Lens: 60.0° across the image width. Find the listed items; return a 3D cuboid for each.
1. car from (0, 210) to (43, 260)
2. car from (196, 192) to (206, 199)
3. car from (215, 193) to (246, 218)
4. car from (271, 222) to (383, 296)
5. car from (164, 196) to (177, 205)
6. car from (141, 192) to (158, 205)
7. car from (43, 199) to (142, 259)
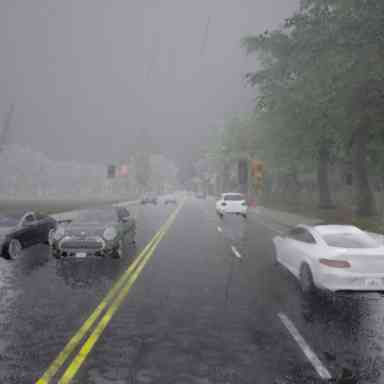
[{"bbox_3d":[-6.613,1.445,12.224,2.128,1.511,4.902,0,0,0],"label":"car"},{"bbox_3d":[2.783,1.037,92.293,2.097,1.767,4.553,0,0,-1],"label":"car"},{"bbox_3d":[3.297,1.112,28.764,2.150,2.045,5.566,0,0,0],"label":"car"},{"bbox_3d":[3.338,1.493,8.433,1.812,1.442,4.674,0,0,0],"label":"car"},{"bbox_3d":[-3.473,1.319,54.565,1.812,1.442,4.674,0,0,0],"label":"car"},{"bbox_3d":[-6.728,1.022,52.734,2.150,2.045,5.566,0,0,0],"label":"car"},{"bbox_3d":[-3.363,1.305,12.300,2.097,1.767,4.553,0,0,0],"label":"car"}]
